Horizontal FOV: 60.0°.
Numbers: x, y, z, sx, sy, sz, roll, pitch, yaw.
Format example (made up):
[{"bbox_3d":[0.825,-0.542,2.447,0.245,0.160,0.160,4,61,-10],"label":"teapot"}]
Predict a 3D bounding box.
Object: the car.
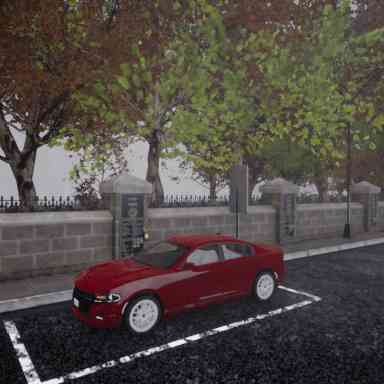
[{"bbox_3d":[-0.045,1.545,6.688,4.507,1.381,1.887,0,0,-36],"label":"car"}]
